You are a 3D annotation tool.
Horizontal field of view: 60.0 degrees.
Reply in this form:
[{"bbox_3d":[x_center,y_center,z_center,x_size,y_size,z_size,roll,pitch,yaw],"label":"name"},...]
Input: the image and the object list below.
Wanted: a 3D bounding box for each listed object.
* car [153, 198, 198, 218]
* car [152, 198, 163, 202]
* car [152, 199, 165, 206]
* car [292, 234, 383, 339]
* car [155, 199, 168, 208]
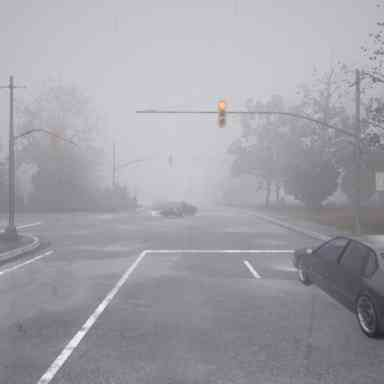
[{"bbox_3d":[-1.154,1.549,30.268,2.033,1.411,5.357,0,0,20],"label":"car"},{"bbox_3d":[-4.138,1.559,43.881,1.882,1.535,5.008,0,-1,-3],"label":"car"},{"bbox_3d":[-6.611,2.016,64.919,2.033,1.411,5.357,0,-1,-10],"label":"car"},{"bbox_3d":[3.591,1.547,6.501,2.033,1.411,5.357,0,0,0],"label":"car"},{"bbox_3d":[-5.010,1.786,54.393,2.033,1.411,5.357,0,-1,-7],"label":"car"}]
